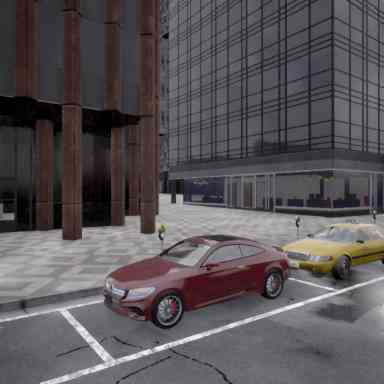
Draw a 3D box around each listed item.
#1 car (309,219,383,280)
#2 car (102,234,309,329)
[{"bbox_3d":[4.575,1.526,9.948,4.829,1.417,1.752,0,0,-36],"label":"car"},{"bbox_3d":[0.296,1.582,6.875,4.206,1.307,1.802,0,0,-36],"label":"car"}]
